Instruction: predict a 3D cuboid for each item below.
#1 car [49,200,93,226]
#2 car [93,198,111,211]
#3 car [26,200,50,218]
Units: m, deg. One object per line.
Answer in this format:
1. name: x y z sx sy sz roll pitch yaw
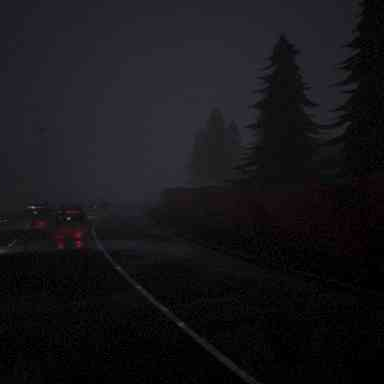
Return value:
1. car: -8.520 1.493 23.766 2.128 1.511 4.902 0 0 -14
2. car: -10.968 1.472 39.666 1.882 1.535 5.008 0 0 -4
3. car: -13.387 1.501 29.914 2.128 1.511 4.902 0 0 -10
